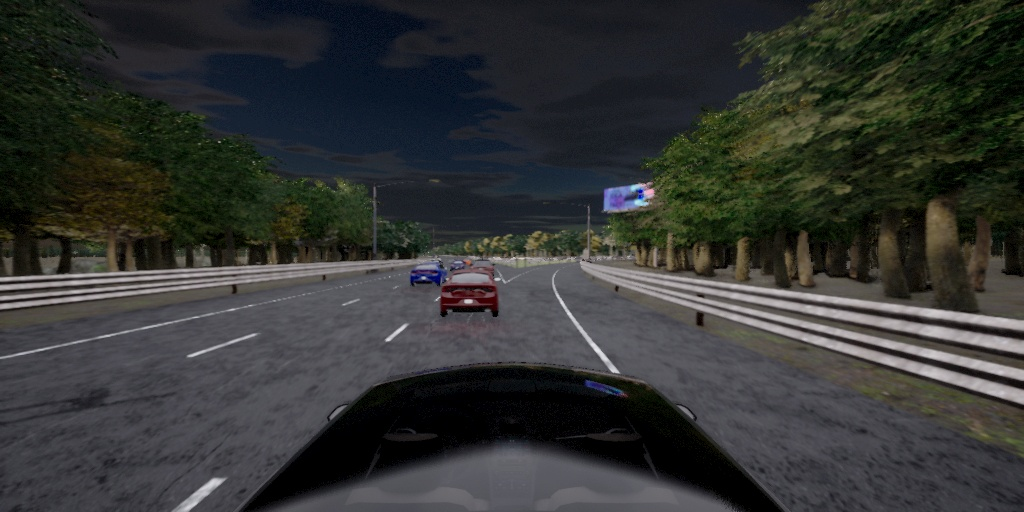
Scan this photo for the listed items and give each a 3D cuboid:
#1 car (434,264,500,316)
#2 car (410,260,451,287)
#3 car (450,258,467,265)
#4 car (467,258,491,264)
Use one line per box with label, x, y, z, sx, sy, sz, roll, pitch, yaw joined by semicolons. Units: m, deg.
car;-1.467;1.234;13.325;1.882;1.535;5.008;0;0;-3
car;-5.540;1.198;24.327;1.882;1.535;5.008;0;0;-3
car;-6.971;1.255;46.974;1.812;1.442;4.674;0;0;-4
car;-2.545;1.077;31.210;2.097;1.767;4.553;0;0;-3
